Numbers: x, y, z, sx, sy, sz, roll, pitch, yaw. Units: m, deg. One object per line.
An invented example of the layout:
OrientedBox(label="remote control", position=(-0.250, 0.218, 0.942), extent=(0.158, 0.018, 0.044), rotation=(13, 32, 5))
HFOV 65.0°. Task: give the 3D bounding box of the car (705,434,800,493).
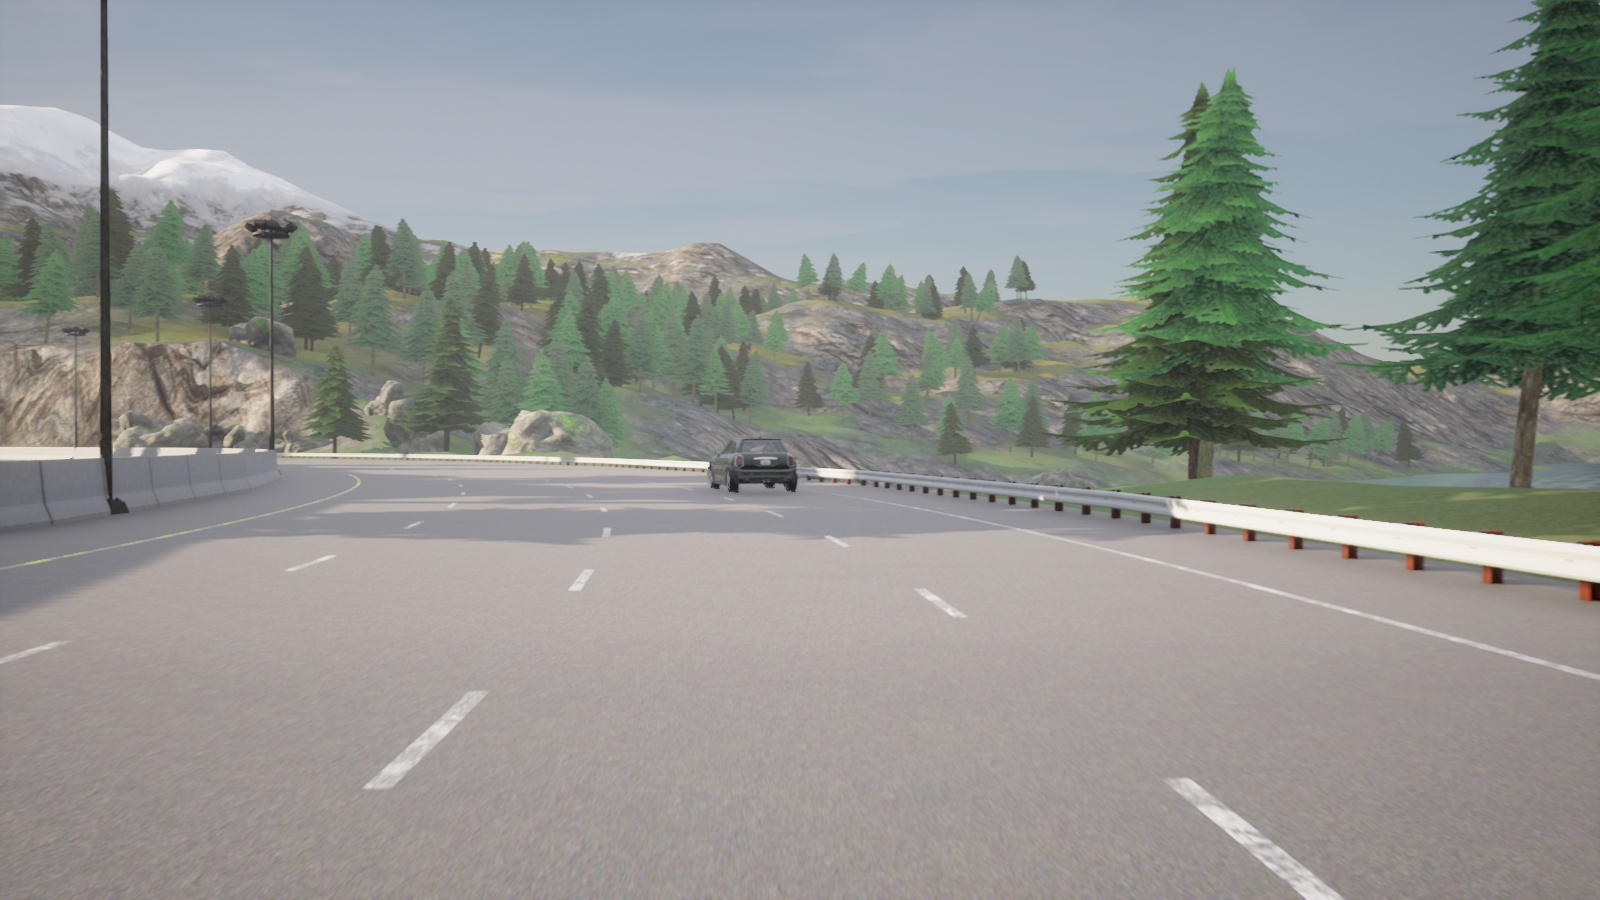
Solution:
OrientedBox(label="car", position=(-1.588, 0.381, 39.649), extent=(2.097, 1.767, 4.553), rotation=(0, 0, -14))
